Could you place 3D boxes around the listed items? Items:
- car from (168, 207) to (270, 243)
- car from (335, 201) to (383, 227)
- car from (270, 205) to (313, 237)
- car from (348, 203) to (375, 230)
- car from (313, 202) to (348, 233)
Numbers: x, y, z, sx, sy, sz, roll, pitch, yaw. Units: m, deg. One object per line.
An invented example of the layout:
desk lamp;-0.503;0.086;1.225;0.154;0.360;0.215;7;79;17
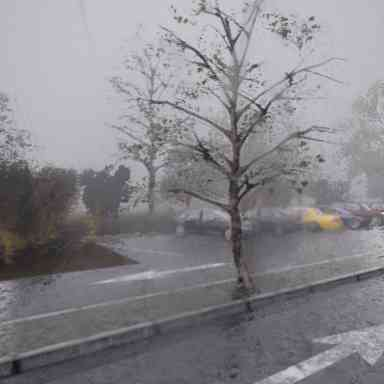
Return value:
car;1.049;1.576;16.690;4.892;1.521;2.231;-1;-1;35
car;12.107;1.523;24.547;4.553;1.767;2.185;-1;-1;35
car;3.827;1.595;18.641;4.892;1.521;2.231;-1;-1;35
car;9.388;1.659;22.553;4.792;1.488;2.163;-1;-1;35
car;6.438;1.611;20.707;5.366;1.575;1.946;-1;-1;35
